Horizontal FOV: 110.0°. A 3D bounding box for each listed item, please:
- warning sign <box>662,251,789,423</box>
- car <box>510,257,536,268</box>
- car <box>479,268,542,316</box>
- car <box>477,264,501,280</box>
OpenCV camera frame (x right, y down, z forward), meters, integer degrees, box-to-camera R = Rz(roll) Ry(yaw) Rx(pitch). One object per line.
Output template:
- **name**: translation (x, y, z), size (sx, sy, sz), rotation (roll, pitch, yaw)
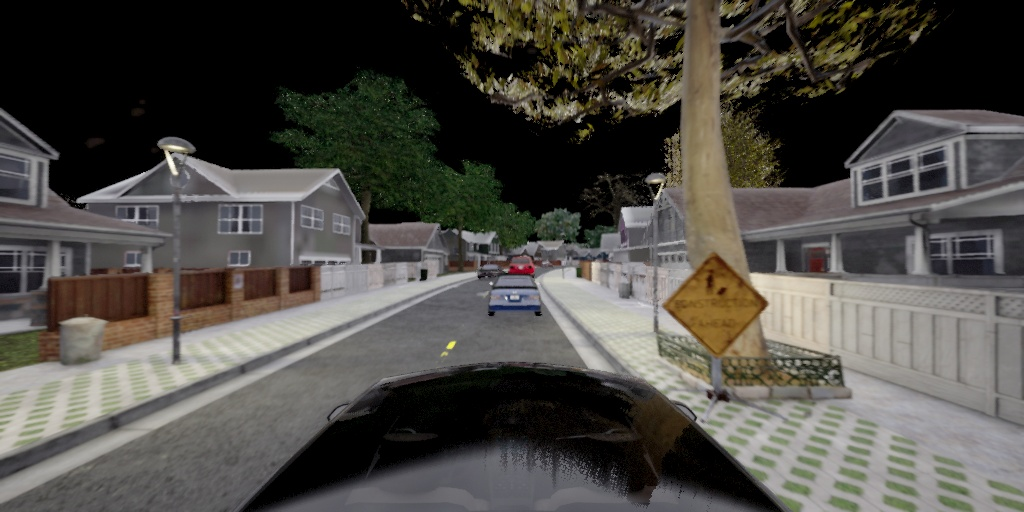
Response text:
- **warning sign**: translation (2.517, 0.873, 4.381), size (1.300, 1.860, 1.060), rotation (0, 0, 0)
- **car**: translation (1.010, 1.115, 33.043), size (2.150, 2.045, 5.566), rotation (0, 0, 6)
- **car**: translation (0.098, 1.342, 13.626), size (2.033, 1.411, 5.357), rotation (0, 0, 0)
- **car**: translation (-1.916, 1.450, 33.447), size (2.033, 1.411, 5.357), rotation (0, 0, 6)
